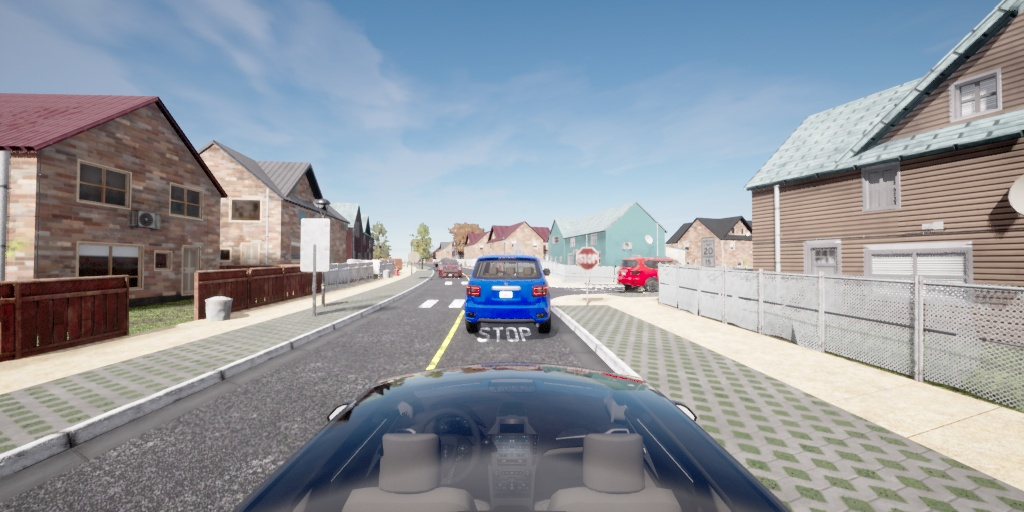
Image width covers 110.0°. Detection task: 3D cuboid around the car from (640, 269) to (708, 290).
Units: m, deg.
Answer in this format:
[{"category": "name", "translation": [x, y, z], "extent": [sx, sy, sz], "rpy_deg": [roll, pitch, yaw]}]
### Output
[{"category": "car", "translation": [11.553, 1.642, 25.637], "extent": [4.181, 1.385, 1.994], "rpy_deg": [1, -2, -19]}]

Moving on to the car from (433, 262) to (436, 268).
[{"category": "car", "translation": [-12.113, 1.407, 59.941], "extent": [1.895, 1.301, 4.718], "rpy_deg": [0, 0, -17]}]

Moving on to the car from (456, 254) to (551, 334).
[{"category": "car", "translation": [-0.019, 0.975, 10.851], "extent": [2.150, 2.045, 5.566], "rpy_deg": [0, 0, 3]}]

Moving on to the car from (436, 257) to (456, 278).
[{"category": "car", "translation": [-5.843, 1.116, 33.920], "extent": [2.097, 1.767, 4.553], "rpy_deg": [0, 0, -10]}]

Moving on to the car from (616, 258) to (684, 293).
[{"category": "car", "translation": [9.021, 1.165, 21.617], "extent": [5.566, 2.045, 2.150], "rpy_deg": [1, -1, -18]}]
